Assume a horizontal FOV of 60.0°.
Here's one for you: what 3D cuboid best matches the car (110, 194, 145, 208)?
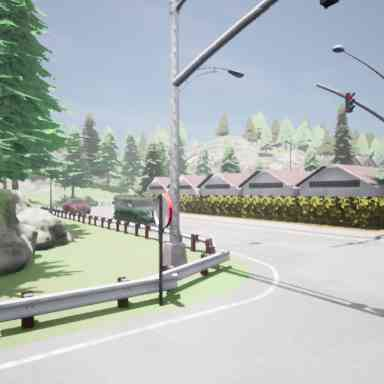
[{"bbox_3d":[-10.431,1.393,54.080,2.150,2.045,5.566,0,0,37],"label":"car"}]

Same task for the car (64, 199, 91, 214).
[{"bbox_3d":[-12.786,1.540,36.977,2.097,1.767,4.553,0,0,-33],"label":"car"}]

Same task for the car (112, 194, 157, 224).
[{"bbox_3d":[-3.793,1.408,23.939,2.150,2.045,5.566,0,0,-35],"label":"car"}]
